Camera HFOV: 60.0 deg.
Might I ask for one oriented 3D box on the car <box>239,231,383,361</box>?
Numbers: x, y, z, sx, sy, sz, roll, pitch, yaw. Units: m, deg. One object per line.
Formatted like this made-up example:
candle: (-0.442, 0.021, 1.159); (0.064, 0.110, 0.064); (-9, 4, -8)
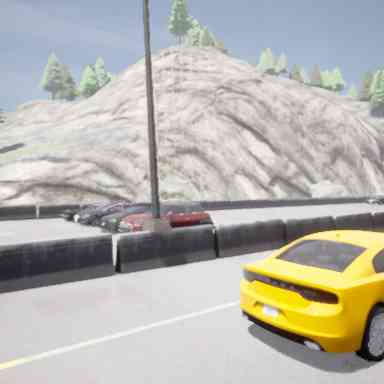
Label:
car: (3.077, 1.439, 5.943); (5.008, 1.535, 1.882); (0, 0, -35)

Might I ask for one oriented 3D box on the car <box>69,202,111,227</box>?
car: (-5.117, 1.435, 21.835); (4.902, 1.511, 2.128); (0, 0, -35)

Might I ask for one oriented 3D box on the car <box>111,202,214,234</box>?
car: (-1.203, 1.297, 16.028); (4.553, 1.767, 2.097); (0, 0, -35)

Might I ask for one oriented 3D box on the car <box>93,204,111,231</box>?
car: (-3.111, 1.508, 18.966); (4.181, 1.385, 1.994); (0, 0, -35)

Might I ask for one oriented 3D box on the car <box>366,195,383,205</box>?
car: (27.917, 1.154, 49.624); (4.902, 1.511, 2.128); (0, 0, -35)

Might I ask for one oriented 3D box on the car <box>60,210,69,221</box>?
car: (-7.180, 1.544, 24.664); (4.718, 1.301, 1.895); (0, 0, -35)
